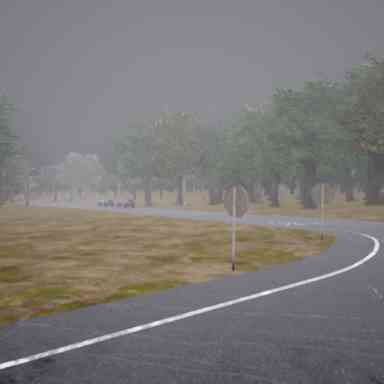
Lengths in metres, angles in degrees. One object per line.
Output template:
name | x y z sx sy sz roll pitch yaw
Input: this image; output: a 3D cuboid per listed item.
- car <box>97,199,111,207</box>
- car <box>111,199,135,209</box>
car | -15.698 2.007 60.325 1.837 1.490 4.892 1 -2 -35
car | -10.730 1.866 53.199 1.837 1.490 4.892 1 -2 -34
